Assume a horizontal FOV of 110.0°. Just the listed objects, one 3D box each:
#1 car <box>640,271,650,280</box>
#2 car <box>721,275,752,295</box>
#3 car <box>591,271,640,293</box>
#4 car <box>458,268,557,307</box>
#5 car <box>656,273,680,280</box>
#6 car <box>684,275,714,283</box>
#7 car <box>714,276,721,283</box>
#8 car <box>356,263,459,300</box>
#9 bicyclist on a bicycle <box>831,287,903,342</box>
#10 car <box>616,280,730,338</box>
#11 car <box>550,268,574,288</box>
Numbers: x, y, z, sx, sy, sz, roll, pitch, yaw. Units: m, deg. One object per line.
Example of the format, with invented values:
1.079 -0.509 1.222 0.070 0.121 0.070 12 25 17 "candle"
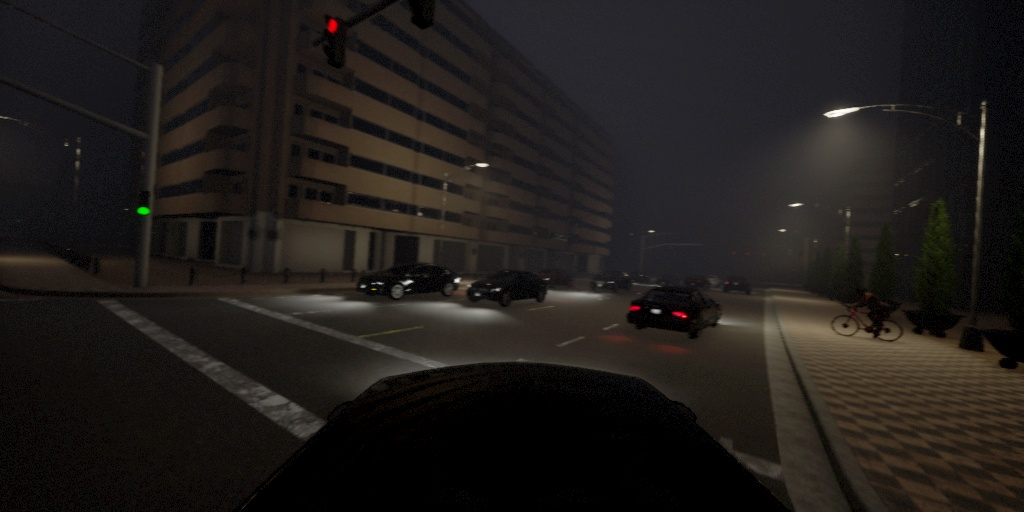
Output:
15.520 2.551 44.070 2.033 1.411 5.357 4 0 35 "car"
22.225 2.741 35.265 2.097 1.767 4.553 4 -1 36 "car"
7.539 1.869 26.866 2.128 1.511 4.902 4 0 36 "car"
-0.034 1.343 16.077 1.812 1.442 4.674 4 0 34 "car"
18.371 2.726 42.047 2.033 1.411 5.357 4 0 35 "car"
18.980 2.664 36.744 1.882 1.535 5.008 4 0 36 "car"
26.083 3.238 46.844 1.812 1.442 4.674 4 0 36 "car"
-4.395 1.035 15.895 1.837 1.490 4.892 4 0 34 "car"
11.279 1.831 11.409 1.656 1.620 0.582 3 -1 35 "bicyclist on a bicycle"
5.565 1.707 11.951 2.033 1.411 5.357 3 0 39 "car"
2.964 1.602 26.462 1.812 1.442 4.674 4 0 35 "car"
